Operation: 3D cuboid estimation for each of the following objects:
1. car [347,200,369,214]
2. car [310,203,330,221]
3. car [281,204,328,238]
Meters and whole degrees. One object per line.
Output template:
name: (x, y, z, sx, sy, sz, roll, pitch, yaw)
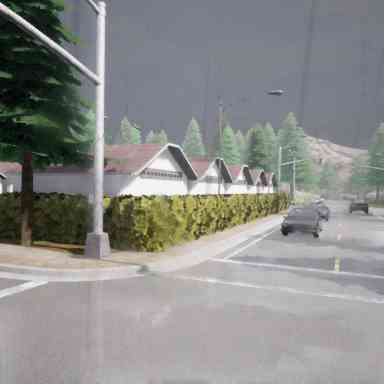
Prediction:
car: (19.148, 1.658, 38.308, 1.837, 1.490, 4.892, 1, 0, 23)
car: (10.485, 1.644, 27.951, 1.994, 1.385, 4.181, 1, 0, 25)
car: (6.376, 1.620, 18.925, 2.033, 1.411, 5.357, 1, 0, 24)
